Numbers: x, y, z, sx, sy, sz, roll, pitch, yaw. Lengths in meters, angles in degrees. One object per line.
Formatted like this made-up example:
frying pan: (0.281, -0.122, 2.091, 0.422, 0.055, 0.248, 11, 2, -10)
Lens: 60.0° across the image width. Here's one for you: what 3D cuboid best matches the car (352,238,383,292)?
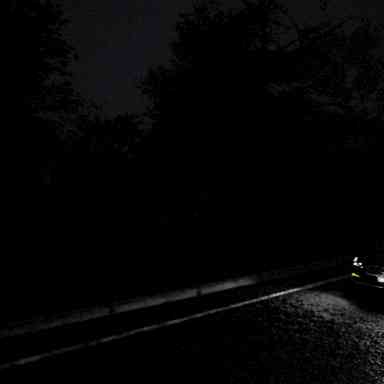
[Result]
car: (5.848, 1.545, 8.161, 4.892, 1.490, 1.837, 0, 0, -35)
